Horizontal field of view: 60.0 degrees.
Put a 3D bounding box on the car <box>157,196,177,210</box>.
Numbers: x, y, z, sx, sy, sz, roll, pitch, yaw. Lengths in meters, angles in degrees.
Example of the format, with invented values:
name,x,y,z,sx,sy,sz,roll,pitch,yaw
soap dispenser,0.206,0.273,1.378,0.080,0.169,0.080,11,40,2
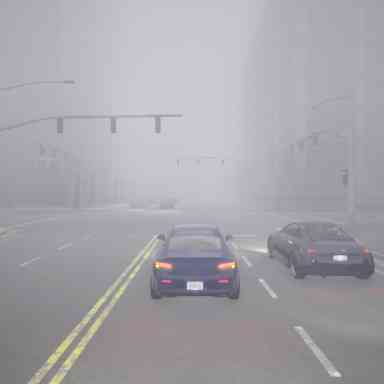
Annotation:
name,x,y,z,sx,sy,sz,roll,pitch,yaw
car,-3.280,1.597,43.452,1.895,1.301,4.718,0,0,-4

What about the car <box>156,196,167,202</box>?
name,x,y,z,sx,sy,sz,roll,pitch,yaw
car,-6.829,1.534,75.567,2.033,1.411,5.357,0,0,0

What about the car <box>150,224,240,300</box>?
name,x,y,z,sx,sy,sz,roll,pitch,yaw
car,0.078,1.525,8.293,1.812,1.442,4.674,0,0,1

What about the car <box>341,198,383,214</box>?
name,x,y,z,sx,sy,sz,roll,pitch,yaw
car,18.089,1.419,34.534,5.008,1.535,1.882,0,0,0

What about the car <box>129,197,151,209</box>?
name,x,y,z,sx,sy,sz,roll,pitch,yaw
car,-6.995,1.560,44.075,1.994,1.385,4.181,0,0,0

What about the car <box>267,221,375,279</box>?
name,x,y,z,sx,sy,sz,roll,pitch,yaw
car,3.594,1.563,10.029,1.994,1.385,4.181,0,0,0

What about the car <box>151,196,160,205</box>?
name,x,y,z,sx,sy,sz,roll,pitch,yaw
car,-6.935,1.543,60.037,2.033,1.411,5.357,0,0,0

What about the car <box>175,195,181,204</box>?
name,x,y,z,sx,sy,sz,roll,pitch,yaw
car,-3.451,1.596,58.196,1.895,1.301,4.718,0,0,0
